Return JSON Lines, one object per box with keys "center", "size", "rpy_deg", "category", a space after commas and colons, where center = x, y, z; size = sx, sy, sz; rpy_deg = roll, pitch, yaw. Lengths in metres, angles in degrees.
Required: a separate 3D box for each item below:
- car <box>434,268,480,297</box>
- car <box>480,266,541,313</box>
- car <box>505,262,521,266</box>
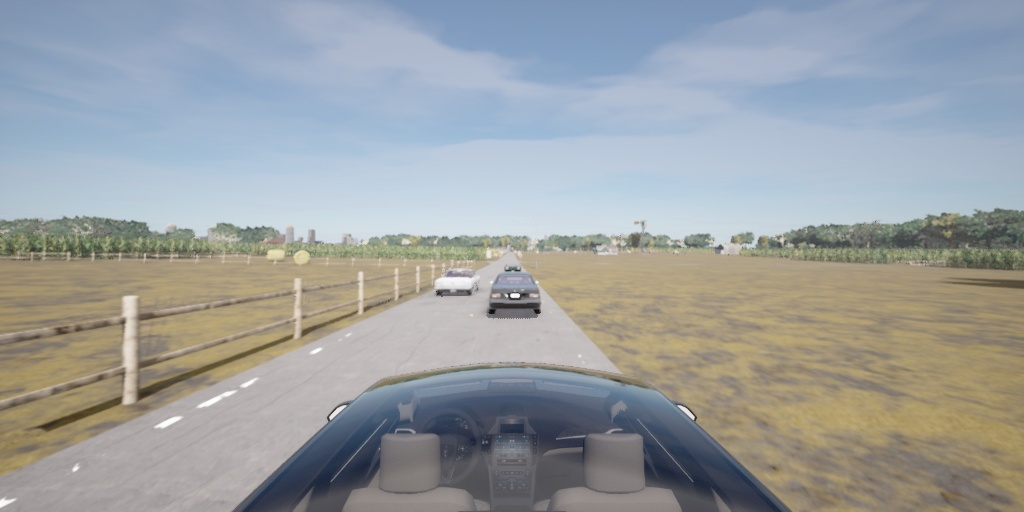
{"center": [-2.829, 1.361, 19.372], "size": [1.895, 1.301, 4.718], "rpy_deg": [0, 0, 0], "category": "car"}
{"center": [0.097, 1.309, 13.949], "size": [2.033, 1.411, 5.357], "rpy_deg": [0, 0, 0], "category": "car"}
{"center": [0.095, 1.327, 40.279], "size": [1.895, 1.301, 4.718], "rpy_deg": [0, 0, 0], "category": "car"}
